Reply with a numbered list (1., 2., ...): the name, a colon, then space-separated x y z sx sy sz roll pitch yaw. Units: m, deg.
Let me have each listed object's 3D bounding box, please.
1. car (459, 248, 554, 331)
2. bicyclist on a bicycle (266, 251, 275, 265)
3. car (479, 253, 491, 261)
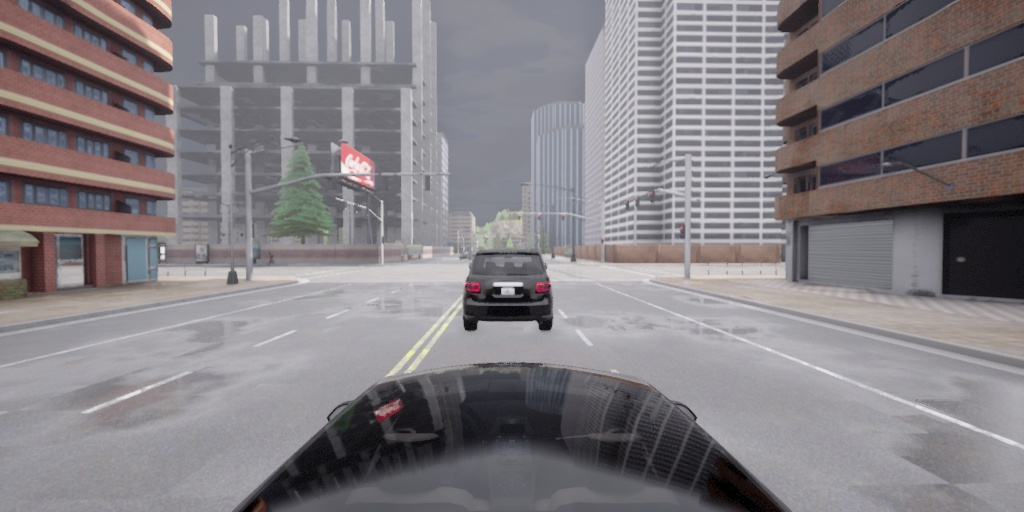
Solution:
1. car: -0.114 0.794 10.414 2.150 2.045 5.566 0 1 -1
2. bicyclist on a bicycle: -28.675 0.224 42.554 0.582 1.620 1.656 0 1 -1
3. car: -4.756 0.076 63.989 1.895 1.301 4.718 0 1 -1
